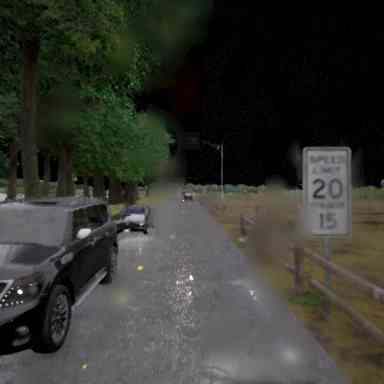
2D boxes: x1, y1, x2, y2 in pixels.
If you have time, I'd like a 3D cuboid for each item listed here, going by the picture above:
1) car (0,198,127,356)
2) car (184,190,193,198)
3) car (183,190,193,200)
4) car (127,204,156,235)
[{"bbox_3d":[-2.911,1.172,6.397,2.150,2.045,5.566,0,1,-1],"label":"car"},{"bbox_3d":[-0.950,0.535,83.710,2.150,2.045,5.566,0,0,-1],"label":"car"},{"bbox_3d":[-0.827,0.994,73.263,1.882,1.535,5.008,0,0,-1],"label":"car"},{"bbox_3d":[-3.038,1.393,18.095,2.033,1.411,5.357,0,0,0],"label":"car"}]
